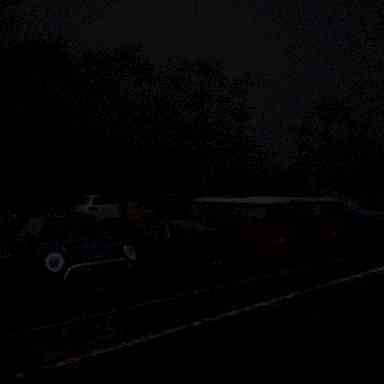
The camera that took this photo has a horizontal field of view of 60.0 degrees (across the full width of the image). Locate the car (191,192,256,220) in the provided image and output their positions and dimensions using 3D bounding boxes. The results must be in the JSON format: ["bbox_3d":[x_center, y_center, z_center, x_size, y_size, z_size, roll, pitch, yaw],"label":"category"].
[{"bbox_3d":[2.509,1.079,28.394,2.435,2.045,5.566,-1,0,-36],"label":"car"}]

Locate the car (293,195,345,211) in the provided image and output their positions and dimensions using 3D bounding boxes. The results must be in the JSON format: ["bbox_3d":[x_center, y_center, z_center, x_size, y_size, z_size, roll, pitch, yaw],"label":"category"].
[{"bbox_3d":[13.787,1.152,36.496,2.231,1.521,4.892,-1,1,-36],"label":"car"}]

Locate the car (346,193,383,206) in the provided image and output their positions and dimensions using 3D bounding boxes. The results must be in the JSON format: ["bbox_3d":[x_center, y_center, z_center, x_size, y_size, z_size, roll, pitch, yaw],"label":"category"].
[{"bbox_3d":[22.805,0.976,42.968,2.231,1.521,4.892,-1,1,-36],"label":"car"}]

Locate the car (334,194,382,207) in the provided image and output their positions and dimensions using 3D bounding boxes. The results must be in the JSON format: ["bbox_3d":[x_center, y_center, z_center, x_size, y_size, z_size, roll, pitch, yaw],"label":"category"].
[{"bbox_3d":[20.549,1.019,41.352,2.097,1.535,5.008,-1,1,-36],"label":"car"}]

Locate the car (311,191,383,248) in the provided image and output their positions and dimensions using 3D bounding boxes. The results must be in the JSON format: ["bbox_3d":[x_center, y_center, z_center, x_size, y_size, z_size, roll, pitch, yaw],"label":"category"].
[{"bbox_3d":[6.067,1.122,14.856,2.435,2.045,5.566,-1,0,-36],"label":"car"}]

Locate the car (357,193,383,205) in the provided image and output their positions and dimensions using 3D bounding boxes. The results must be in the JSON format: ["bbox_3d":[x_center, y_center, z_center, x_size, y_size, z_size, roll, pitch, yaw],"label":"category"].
[{"bbox_3d":[25.048,0.961,44.602,2.163,1.488,4.792,-1,1,-36],"label":"car"}]

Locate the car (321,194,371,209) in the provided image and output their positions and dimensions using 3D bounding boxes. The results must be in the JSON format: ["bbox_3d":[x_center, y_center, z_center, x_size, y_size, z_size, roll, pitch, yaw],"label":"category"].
[{"bbox_3d":[18.292,1.063,39.736,2.097,1.535,5.008,-1,1,-36],"label":"car"}]

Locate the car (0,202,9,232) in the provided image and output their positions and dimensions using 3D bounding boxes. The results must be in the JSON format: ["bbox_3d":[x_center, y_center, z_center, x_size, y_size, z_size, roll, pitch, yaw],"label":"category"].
[{"bbox_3d":[-11.068,1.342,18.747,2.185,1.767,4.553,-1,0,-36],"label":"car"}]

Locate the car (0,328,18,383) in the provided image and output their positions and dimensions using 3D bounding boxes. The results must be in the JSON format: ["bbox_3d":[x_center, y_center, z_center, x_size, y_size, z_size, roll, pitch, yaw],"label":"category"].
[{"bbox_3d":[-3.406,1.524,1.255,4.892,1.490,1.837,-1,0,-35],"label":"car"}]

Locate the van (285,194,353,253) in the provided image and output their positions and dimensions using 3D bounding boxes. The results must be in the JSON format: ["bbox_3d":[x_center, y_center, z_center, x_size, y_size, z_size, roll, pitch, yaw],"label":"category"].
[{"bbox_3d":[3.703,1.169,13.342,1.878,1.987,4.442,-1,0,-36],"label":"van"}]

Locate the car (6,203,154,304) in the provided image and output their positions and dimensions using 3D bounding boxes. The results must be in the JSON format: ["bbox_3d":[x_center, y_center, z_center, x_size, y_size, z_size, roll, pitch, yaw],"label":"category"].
[{"bbox_3d":[-3.084,1.337,8.377,2.185,1.767,4.553,-1,0,-36],"label":"car"}]

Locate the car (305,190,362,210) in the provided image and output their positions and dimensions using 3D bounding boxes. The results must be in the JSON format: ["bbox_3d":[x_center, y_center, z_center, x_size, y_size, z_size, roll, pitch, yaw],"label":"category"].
[{"bbox_3d":[16.052,0.856,38.090,2.435,2.045,5.566,-1,1,-36],"label":"car"}]

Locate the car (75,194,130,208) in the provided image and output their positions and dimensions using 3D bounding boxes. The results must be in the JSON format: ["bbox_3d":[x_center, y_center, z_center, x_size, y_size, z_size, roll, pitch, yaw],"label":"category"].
[{"bbox_3d":[-6.553,1.172,21.977,2.435,2.045,5.566,-1,0,-36],"label":"car"}]

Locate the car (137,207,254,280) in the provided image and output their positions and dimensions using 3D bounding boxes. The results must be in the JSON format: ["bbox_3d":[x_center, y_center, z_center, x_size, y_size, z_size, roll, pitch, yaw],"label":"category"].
[{"bbox_3d":[-0.783,1.441,9.979,2.231,1.521,4.892,-1,0,-36],"label":"car"}]

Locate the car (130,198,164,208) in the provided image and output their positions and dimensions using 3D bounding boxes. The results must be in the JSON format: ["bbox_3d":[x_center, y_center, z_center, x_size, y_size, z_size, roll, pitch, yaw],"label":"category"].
[{"bbox_3d":[-4.385,1.399,23.722,1.946,1.575,5.366,-1,0,-36],"label":"car"}]

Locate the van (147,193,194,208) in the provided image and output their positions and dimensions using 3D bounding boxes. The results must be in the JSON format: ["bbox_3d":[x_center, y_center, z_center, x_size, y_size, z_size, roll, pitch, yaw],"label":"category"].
[{"bbox_3d":[-2.091,1.154,25.280,1.878,1.987,4.442,-1,0,-36],"label":"van"}]

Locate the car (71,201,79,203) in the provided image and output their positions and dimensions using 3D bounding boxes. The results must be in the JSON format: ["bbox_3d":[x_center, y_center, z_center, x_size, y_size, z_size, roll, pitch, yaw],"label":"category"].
[{"bbox_3d":[-8.774,1.475,20.316,2.163,1.488,4.792,-1,0,-36],"label":"car"}]

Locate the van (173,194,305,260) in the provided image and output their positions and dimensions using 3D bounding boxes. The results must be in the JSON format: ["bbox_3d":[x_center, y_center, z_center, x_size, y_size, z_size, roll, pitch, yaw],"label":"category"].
[{"bbox_3d":[1.424,1.192,11.710,1.878,1.987,4.442,-1,0,-36],"label":"van"}]

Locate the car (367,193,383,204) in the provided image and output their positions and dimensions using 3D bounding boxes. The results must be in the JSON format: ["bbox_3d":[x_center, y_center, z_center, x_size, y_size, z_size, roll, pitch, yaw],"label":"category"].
[{"bbox_3d":[27.429,0.884,46.043,1.946,1.575,5.366,-1,1,-36],"label":"car"}]
